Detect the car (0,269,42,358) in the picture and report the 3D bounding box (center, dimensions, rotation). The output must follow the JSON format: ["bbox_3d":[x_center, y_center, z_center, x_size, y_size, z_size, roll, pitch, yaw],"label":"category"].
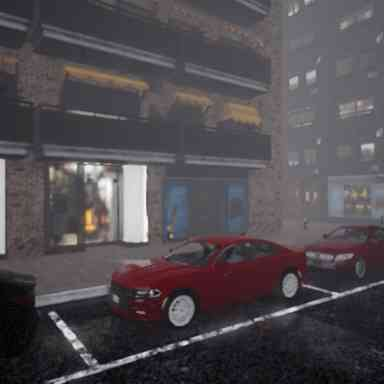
[{"bbox_3d":[-4.022,1.554,3.704,4.313,1.339,1.947,1,-1,-36],"label":"car"}]

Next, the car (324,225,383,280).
[{"bbox_3d":[5.097,1.680,10.212,4.206,1.307,1.802,1,-1,-36],"label":"car"}]

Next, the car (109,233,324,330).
[{"bbox_3d":[0.538,1.588,6.959,4.507,1.381,1.887,1,-1,-35],"label":"car"}]
